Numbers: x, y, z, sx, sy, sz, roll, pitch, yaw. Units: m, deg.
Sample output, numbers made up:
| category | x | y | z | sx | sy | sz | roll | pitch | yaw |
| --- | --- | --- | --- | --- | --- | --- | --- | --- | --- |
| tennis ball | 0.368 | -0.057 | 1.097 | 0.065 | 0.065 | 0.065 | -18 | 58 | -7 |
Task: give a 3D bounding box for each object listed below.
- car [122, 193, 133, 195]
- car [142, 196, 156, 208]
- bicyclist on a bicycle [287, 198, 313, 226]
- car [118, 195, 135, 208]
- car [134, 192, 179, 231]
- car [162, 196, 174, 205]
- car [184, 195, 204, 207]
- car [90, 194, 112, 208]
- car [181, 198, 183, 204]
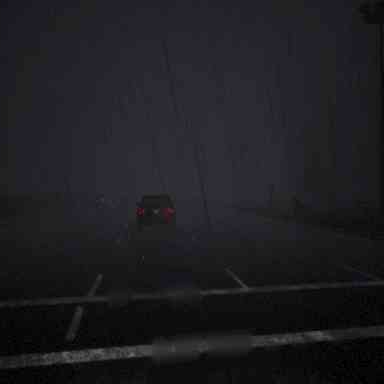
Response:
| category | x | y | z | sx | sy | sz | roll | pitch | yaw |
| --- | --- | --- | --- | --- | --- | --- | --- | --- | --- |
| car | -11.388 | 1.193 | 58.829 | 2.150 | 2.045 | 5.566 | 0 | 0 | -8 |
| car | -6.439 | 1.430 | 49.688 | 1.882 | 1.535 | 5.008 | 0 | 0 | -8 |
| bicyclist on a bicycle | 6.756 | 1.363 | 20.800 | 1.656 | 1.620 | 0.582 | -1 | 0 | 4 |
| car | -9.841 | 1.527 | 48.769 | 2.033 | 1.411 | 5.357 | 0 | 0 | -8 |
| car | -2.271 | 1.199 | 20.595 | 2.150 | 2.045 | 5.566 | 0 | 0 | -8 |
| car | -4.309 | 1.424 | 58.789 | 1.837 | 1.490 | 4.892 | 0 | 0 | -8 |
| car | 0.470 | 1.253 | 50.173 | 2.097 | 1.767 | 4.553 | 0 | 0 | -8 |
| car | -13.237 | 1.230 | 47.777 | 2.150 | 2.045 | 5.566 | 0 | 0 | -8 |
| car | -2.969 | 1.432 | 49.838 | 1.837 | 1.490 | 4.892 | 0 | 0 | -8 |
